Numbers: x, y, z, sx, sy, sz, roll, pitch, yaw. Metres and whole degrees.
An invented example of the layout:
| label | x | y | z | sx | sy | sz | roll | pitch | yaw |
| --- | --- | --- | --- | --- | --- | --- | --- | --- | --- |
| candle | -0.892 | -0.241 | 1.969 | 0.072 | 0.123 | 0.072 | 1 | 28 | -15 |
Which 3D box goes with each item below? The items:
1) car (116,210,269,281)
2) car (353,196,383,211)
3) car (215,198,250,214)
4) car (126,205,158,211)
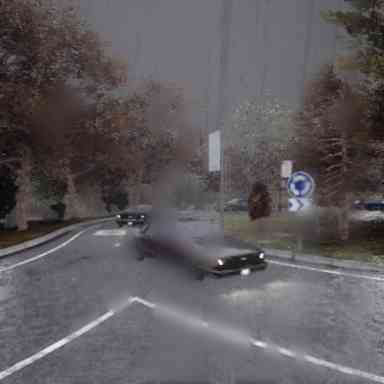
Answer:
| label | x | y | z | sx | sy | sz | roll | pitch | yaw |
| --- | --- | --- | --- | --- | --- | --- | --- | --- | --- |
| car | -0.254 | 1.505 | 10.101 | 2.033 | 1.411 | 5.357 | 0 | 0 | -36 |
| car | 19.498 | 1.104 | 35.020 | 4.553 | 1.767 | 2.097 | 2 | 1 | 27 |
| car | 4.638 | 1.383 | 33.954 | 4.892 | 1.490 | 1.837 | 0 | -1 | -28 |
| car | -3.283 | 1.505 | 21.457 | 1.895 | 1.301 | 4.718 | 0 | 0 | 8 |
